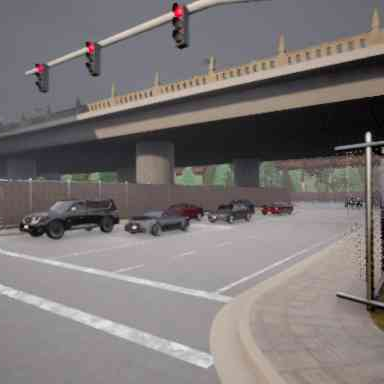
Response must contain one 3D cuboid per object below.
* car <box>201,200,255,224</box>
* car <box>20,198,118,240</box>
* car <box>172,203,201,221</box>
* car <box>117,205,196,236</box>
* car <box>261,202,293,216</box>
[{"bbox_3d":[3.057,1.655,26.518,1.837,1.490,4.892,-1,0,35],"label":"car"},{"bbox_3d":[-6.673,1.395,18.878,2.150,2.045,5.566,-1,0,36],"label":"car"},{"bbox_3d":[-0.986,1.653,26.872,1.882,1.535,5.008,-1,0,35],"label":"car"},{"bbox_3d":[-1.951,1.712,19.467,1.994,1.385,4.181,-1,0,35],"label":"car"},{"bbox_3d":[8.922,1.754,34.765,1.895,1.301,4.718,-1,0,36],"label":"car"}]
